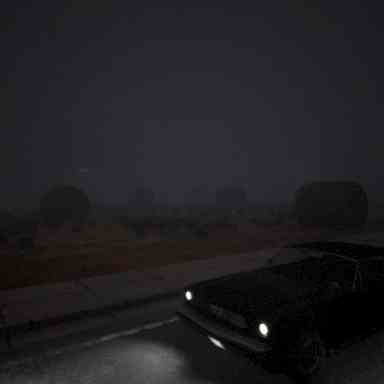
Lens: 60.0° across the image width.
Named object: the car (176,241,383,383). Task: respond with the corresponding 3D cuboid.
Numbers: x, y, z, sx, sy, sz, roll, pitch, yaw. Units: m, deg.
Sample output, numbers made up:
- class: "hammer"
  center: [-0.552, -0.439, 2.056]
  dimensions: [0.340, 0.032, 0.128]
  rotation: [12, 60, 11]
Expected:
- class: "car"
  center: [2.118, 1.565, 5.457]
  dimensions: [4.718, 1.301, 1.895]
  rotation: [-1, 0, -35]
